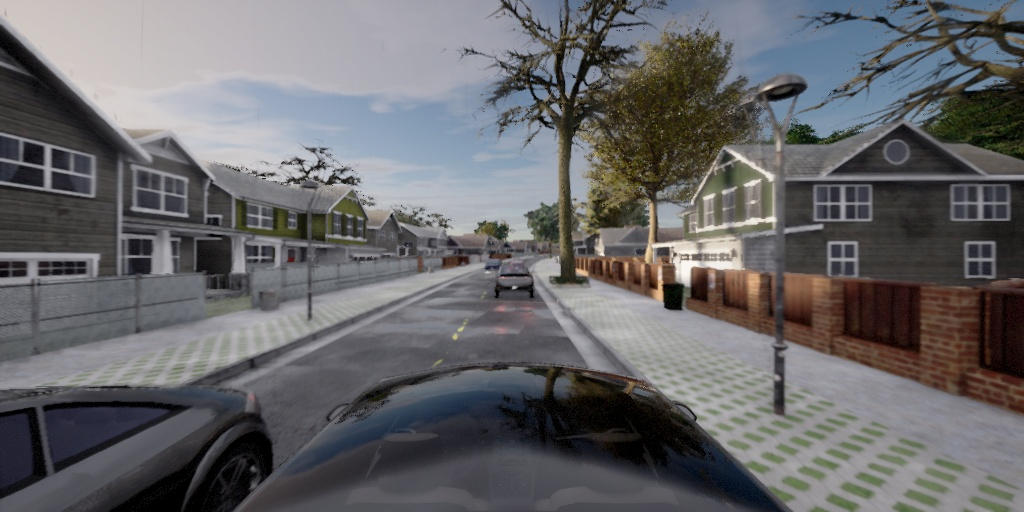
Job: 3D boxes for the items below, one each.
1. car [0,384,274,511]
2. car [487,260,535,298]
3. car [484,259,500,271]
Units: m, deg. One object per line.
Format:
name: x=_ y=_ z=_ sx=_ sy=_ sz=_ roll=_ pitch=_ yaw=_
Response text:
car: x=-2.849 y=1.316 z=1.069 sx=1.994 sy=1.385 sz=4.181 roll=0 pitch=0 yaw=0
car: x=0.125 y=1.149 z=17.957 sx=2.128 sy=1.511 sz=4.902 roll=0 pitch=0 yaw=0
car: x=-2.085 y=1.007 z=42.517 sx=2.033 sy=1.411 sz=5.357 roll=0 pitch=0 yaw=3
